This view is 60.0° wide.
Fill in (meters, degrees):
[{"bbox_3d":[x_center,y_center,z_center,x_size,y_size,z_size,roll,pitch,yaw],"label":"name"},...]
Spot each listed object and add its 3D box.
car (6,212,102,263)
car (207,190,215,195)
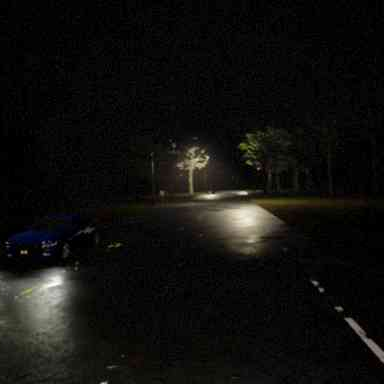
[{"bbox_3d":[-5.149,1.626,13.037,1.882,1.535,5.008,-2,0,4],"label":"car"},{"bbox_3d":[5.469,0.164,95.242,2.033,1.411,5.357,-2,2,8],"label":"car"}]
